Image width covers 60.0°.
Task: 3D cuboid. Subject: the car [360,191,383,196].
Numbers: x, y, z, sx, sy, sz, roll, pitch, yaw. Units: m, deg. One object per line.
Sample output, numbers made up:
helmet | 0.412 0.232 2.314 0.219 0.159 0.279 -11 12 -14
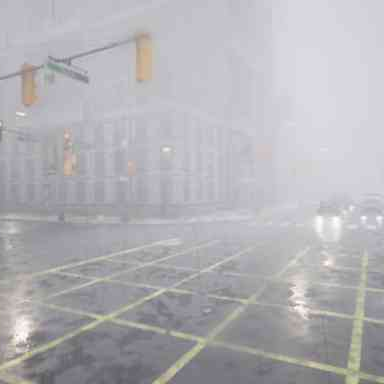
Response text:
car | 21.572 0.942 39.932 2.150 2.045 5.566 -1 0 30

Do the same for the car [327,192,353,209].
car | 18.007 0.987 40.738 2.150 2.045 5.566 -1 0 29

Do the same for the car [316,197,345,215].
car | 13.180 1.429 31.940 1.895 1.301 4.718 -1 0 28

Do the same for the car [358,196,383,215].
car | 16.723 1.330 31.141 2.033 1.411 5.357 -1 0 28
